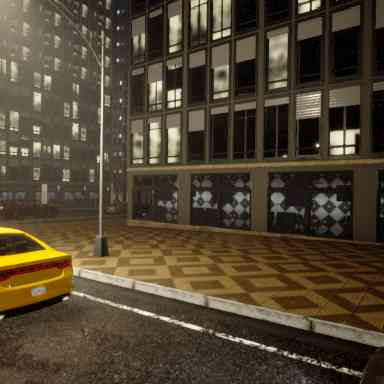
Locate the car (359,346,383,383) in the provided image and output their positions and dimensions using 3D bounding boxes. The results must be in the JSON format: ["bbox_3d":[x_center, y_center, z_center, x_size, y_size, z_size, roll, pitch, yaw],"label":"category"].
[{"bbox_3d":[3.479,1.548,1.217,5.357,1.411,2.033,0,0,35],"label":"car"}]

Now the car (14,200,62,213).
[{"bbox_3d":[-17.912,1.643,38.964,1.752,1.417,4.829,1,0,36],"label":"car"}]

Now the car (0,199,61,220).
[{"bbox_3d":[-14.387,1.520,29.600,2.192,1.841,5.009,1,0,36],"label":"car"}]

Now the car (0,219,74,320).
[{"bbox_3d":[-4.540,1.474,6.890,5.008,1.535,1.882,0,0,35],"label":"car"}]

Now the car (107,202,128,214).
[{"bbox_3d":[-7.616,1.831,38.831,1.752,1.417,4.829,1,0,36],"label":"car"}]
